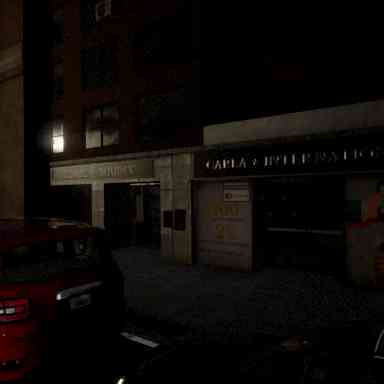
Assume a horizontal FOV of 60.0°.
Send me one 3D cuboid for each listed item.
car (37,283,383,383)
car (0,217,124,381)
[{"bbox_3d":[1.267,1.551,1.952,4.403,1.369,2.008,0,-1,35],"label":"car"},{"bbox_3d":[-3.197,1.318,5.133,5.009,1.841,2.192,0,-1,35],"label":"car"}]
